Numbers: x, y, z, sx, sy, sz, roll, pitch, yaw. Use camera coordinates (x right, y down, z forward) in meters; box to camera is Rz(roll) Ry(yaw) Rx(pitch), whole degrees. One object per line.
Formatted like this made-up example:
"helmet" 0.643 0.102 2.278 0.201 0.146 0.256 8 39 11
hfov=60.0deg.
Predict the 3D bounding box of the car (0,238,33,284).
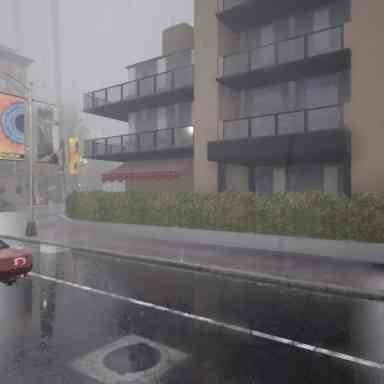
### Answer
"car" -6.078 1.605 8.314 4.718 1.301 1.895 0 0 35
